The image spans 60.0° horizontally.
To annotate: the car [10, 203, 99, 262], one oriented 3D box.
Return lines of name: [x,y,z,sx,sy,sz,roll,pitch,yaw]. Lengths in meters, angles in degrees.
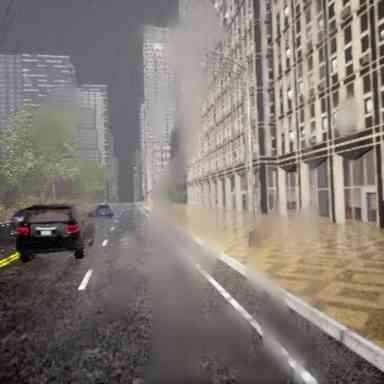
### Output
car: [-5.320,1.473,13.652,2.150,2.045,5.566,-2,0,-11]

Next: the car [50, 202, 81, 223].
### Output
car: [-12.479,1.980,33.109,2.097,1.767,4.553,-2,-1,-11]

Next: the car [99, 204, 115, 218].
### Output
car: [-9.713,2.101,37.000,1.812,1.442,4.674,-2,0,-11]
